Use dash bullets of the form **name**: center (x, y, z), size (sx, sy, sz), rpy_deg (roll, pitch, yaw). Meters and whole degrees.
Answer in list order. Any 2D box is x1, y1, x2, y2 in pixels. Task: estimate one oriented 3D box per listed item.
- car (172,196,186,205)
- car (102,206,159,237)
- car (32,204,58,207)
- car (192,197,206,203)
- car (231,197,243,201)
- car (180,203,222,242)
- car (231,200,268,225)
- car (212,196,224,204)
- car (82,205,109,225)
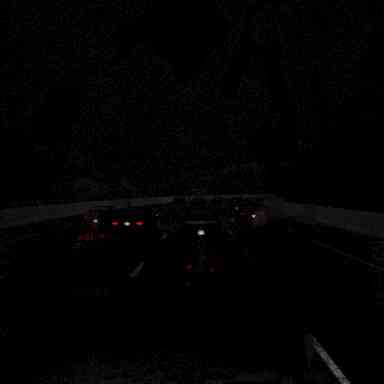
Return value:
- **car**: center (-2.329, 1.546, 61.527), size (1.812, 1.442, 4.674), rpy_deg (0, 0, 12)
- **car**: center (-3.023, 1.565, 18.291), size (2.033, 1.411, 5.357), rpy_deg (0, 0, 1)
- **car**: center (-16.484, 1.577, 37.798), size (2.128, 1.511, 4.902), rpy_deg (0, 0, 4)
- **car**: center (1.286, 1.567, 61.623), size (1.994, 1.385, 4.181), rpy_deg (0, 0, 12)
- **car**: center (8.363, 1.533, 61.247), size (1.994, 1.385, 4.181), rpy_deg (0, 0, 13)
- **car**: center (0.433, 1.492, 16.308), size (2.128, 1.511, 4.902), rpy_deg (0, 0, 1)
- **car**: center (4.106, 1.547, 23.749), size (1.994, 1.385, 4.181), rpy_deg (0, 0, 1)
- **car**: center (4.834, 1.477, 61.524), size (2.128, 1.511, 4.902), rpy_deg (0, 0, 13)
- **car**: center (-6.381, 1.635, 24.409), size (1.895, 1.301, 4.718), rpy_deg (0, 0, 1)
